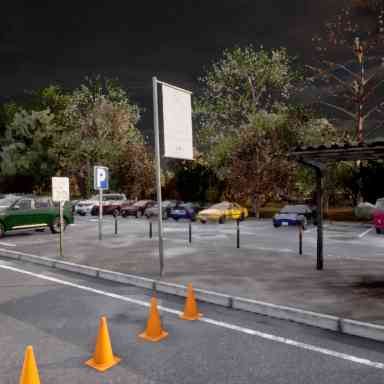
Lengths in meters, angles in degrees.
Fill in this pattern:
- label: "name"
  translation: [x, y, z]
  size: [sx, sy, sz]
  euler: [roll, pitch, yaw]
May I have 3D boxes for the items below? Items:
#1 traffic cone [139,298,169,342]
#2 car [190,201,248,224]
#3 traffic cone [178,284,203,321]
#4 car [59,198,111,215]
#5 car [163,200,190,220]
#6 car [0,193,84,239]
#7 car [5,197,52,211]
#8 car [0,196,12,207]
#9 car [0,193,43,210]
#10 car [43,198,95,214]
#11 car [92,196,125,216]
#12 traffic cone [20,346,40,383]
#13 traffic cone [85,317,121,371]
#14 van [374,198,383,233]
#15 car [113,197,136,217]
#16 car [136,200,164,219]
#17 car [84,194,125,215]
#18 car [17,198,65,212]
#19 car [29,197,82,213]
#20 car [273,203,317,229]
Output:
- label: "traffic cone"
  translation: [-0.596, 1.957, 5.207]
  size: [0.340, 0.580, 0.340]
  euler: [0, 0, 35]
- label: "car"
  translation: [2.387, 1.474, 25.155]
  size: [1.946, 1.575, 5.366]
  euler: [0, 0, 35]
- label: "traffic cone"
  translation: [-0.020, 1.957, 6.023]
  size: [0.340, 0.580, 0.340]
  euler: [0, 0, 36]
- label: "car"
  translation: [-11.128, 1.461, 34.884]
  size: [2.231, 1.521, 4.892]
  euler: [0, 0, 35]
- label: "car"
  translation: [0.241, 1.504, 26.927]
  size: [2.163, 1.488, 4.792]
  euler: [0, 0, 35]
- label: "car"
  translation: [-8.877, 1.221, 17.280]
  size: [2.435, 2.045, 5.566]
  euler: [0, 0, 35]
- label: "car"
  translation: [-20.195, 1.451, 41.306]
  size: [2.163, 1.488, 4.792]
  euler: [0, 0, 35]
- label: "car"
  translation: [-29.184, 1.332, 47.824]
  size: [1.946, 1.575, 5.366]
  euler: [1, 0, 35]
- label: "car"
  translation: [-22.495, 1.153, 42.855]
  size: [2.435, 2.045, 5.566]
  euler: [0, 0, 35]
- label: "car"
  translation: [-13.400, 1.454, 36.483]
  size: [2.097, 1.535, 5.008]
  euler: [0, 0, 35]
- label: "car"
  translation: [-6.583, 1.466, 31.699]
  size: [2.097, 1.535, 5.008]
  euler: [0, 0, 35]
- label: "traffic cone"
  translation: [-1.747, 1.957, 3.575]
  size: [0.340, 0.580, 0.340]
  euler: [0, 0, 35]
- label: "traffic cone"
  translation: [-1.171, 1.957, 4.391]
  size: [0.340, 0.580, 0.340]
  euler: [0, 0, 35]
- label: "van"
  translation: [11.641, 1.263, 19.013]
  size: [1.878, 1.987, 4.442]
  euler: [0, 0, 35]
- label: "car"
  translation: [-4.312, 1.469, 30.102]
  size: [2.097, 1.535, 5.008]
  euler: [0, 0, 35]
- label: "car"
  translation: [-2.042, 1.473, 28.506]
  size: [2.231, 1.521, 4.892]
  euler: [0, 0, 35]
- label: "car"
  translation: [-8.872, 1.212, 33.269]
  size: [2.435, 2.045, 5.566]
  euler: [0, 0, 35]
- label: "car"
  translation: [-17.952, 1.468, 39.657]
  size: [2.163, 1.488, 4.792]
  euler: [0, 0, 35]
- label: "car"
  translation: [-15.562, 1.444, 38.237]
  size: [1.946, 1.575, 5.366]
  euler: [0, 0, 35]
- label: "car"
  translation: [7.018, 1.513, 22.088]
  size: [2.163, 1.488, 4.792]
  euler: [0, 0, 35]
